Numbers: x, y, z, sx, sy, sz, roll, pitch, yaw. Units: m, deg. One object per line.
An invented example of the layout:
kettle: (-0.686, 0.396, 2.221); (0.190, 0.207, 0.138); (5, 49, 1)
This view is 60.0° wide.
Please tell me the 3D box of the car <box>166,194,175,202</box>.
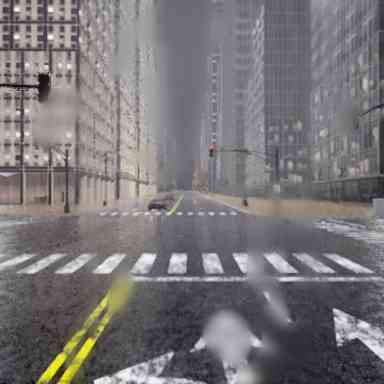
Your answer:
car: (-4.185, 1.030, 62.629); (2.033, 1.411, 5.357); (0, 0, -1)

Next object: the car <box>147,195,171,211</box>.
car: (-3.749, 1.355, 36.861); (1.994, 1.385, 4.181); (0, 0, -1)
